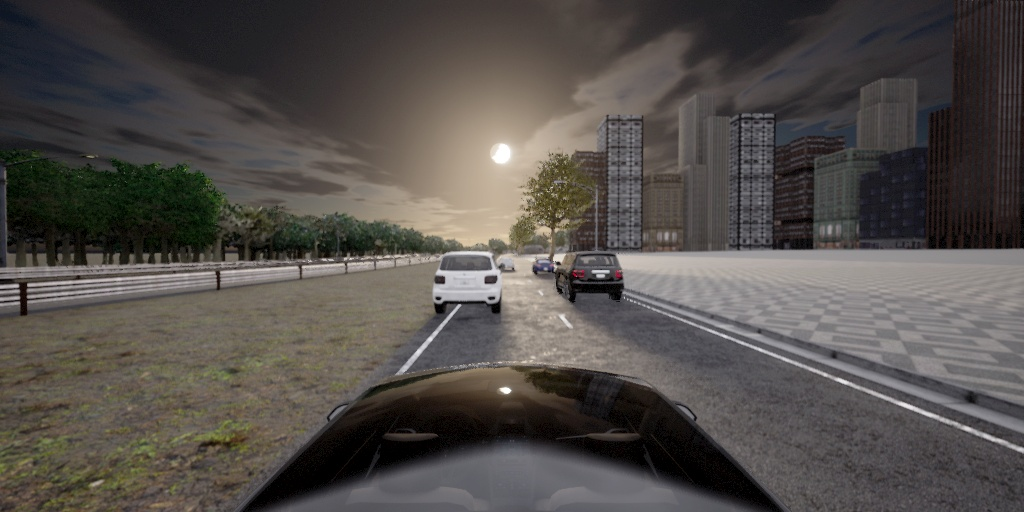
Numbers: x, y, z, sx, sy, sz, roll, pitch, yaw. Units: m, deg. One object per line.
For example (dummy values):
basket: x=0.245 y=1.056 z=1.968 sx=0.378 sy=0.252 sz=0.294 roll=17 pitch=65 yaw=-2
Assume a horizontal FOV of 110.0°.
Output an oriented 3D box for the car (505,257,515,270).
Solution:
car: x=-0.686 y=0.893 z=42.514 sx=1.812 sy=1.442 sz=4.674 roll=0 pitch=0 yaw=-1

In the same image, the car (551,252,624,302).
car: x=3.311 y=0.823 z=16.257 sx=2.150 sy=2.045 sz=5.566 roll=0 pitch=0 yaw=-1

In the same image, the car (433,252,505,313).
car: x=-1.465 y=0.856 z=13.400 sx=2.150 sy=2.045 sz=5.566 roll=0 pitch=1 yaw=-1

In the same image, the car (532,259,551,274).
car: x=2.980 y=0.965 z=34.437 sx=1.812 sy=1.442 sz=4.674 roll=0 pitch=0 yaw=-1
